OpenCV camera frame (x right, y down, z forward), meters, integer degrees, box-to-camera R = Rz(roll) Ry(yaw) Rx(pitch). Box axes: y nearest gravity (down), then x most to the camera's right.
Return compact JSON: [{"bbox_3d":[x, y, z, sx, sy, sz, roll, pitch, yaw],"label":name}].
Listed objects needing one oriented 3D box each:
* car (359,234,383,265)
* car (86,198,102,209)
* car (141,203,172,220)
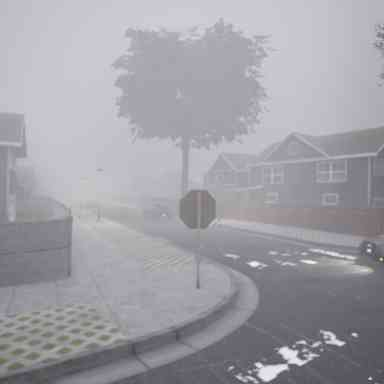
[{"bbox_3d":[7.796,1.733,10.827,4.181,1.385,1.994,0,0,2],"label":"car"},{"bbox_3d":[-14.952,1.727,50.669,1.812,1.442,4.674,1,0,-24],"label":"car"},{"bbox_3d":[-3.351,1.750,30.939,1.837,1.490,4.892,2,-1,-23],"label":"car"}]
